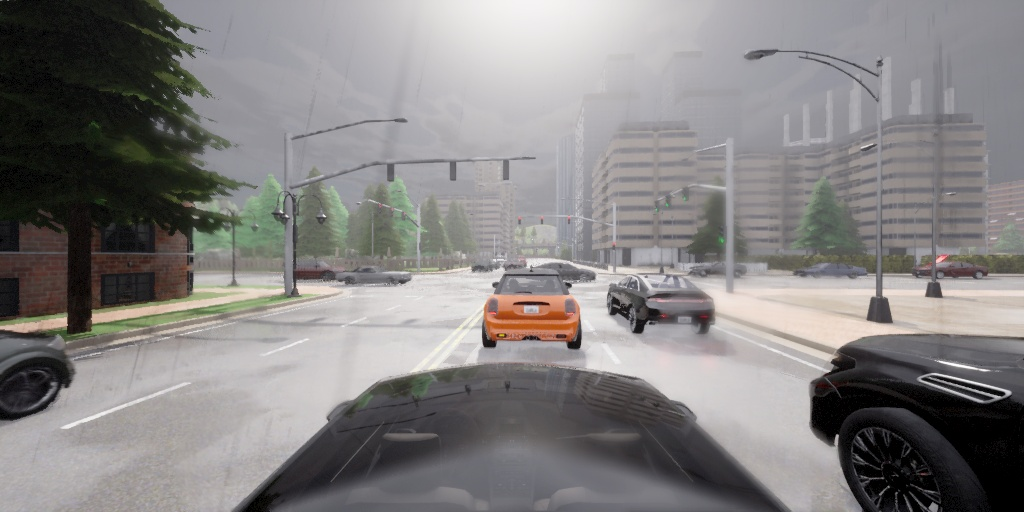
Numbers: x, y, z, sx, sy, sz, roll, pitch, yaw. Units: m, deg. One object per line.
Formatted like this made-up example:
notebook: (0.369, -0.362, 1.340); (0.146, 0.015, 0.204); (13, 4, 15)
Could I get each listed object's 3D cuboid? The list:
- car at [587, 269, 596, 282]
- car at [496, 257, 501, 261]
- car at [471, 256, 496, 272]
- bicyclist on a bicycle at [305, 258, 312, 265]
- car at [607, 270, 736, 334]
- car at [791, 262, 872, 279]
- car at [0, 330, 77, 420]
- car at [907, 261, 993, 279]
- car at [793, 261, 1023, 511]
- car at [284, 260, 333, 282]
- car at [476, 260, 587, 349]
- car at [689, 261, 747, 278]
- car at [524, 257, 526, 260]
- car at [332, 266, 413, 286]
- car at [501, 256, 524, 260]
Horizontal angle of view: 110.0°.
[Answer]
car: (3.847, 1.255, 27.125); (4.892, 1.490, 1.837); (0, 0, 4)
car: (-3.024, 1.241, 54.804); (2.128, 1.511, 4.902); (0, 0, 4)
car: (-3.759, 1.102, 45.884); (2.097, 1.767, 4.553); (0, 0, 6)
bicyclist on a bicycle: (-22.758, 1.051, 40.054); (0.582, 1.620, 1.656); (0, 0, 4)
car: (4.092, 1.241, 10.596); (2.128, 1.511, 4.902); (0, 0, 4)
car: (28.850, 1.297, 32.544); (5.357, 1.411, 2.033); (0, 0, 4)
car: (-6.972, 1.314, 3.085); (1.994, 1.385, 4.181); (0, 0, 2)
car: (38.753, 1.228, 31.822); (5.008, 1.535, 1.882); (0, 0, 4)
car: (3.708, 0.971, 0.759); (2.150, 2.045, 5.566); (0, 0, 0)
car: (-15.437, 1.102, 28.519); (4.553, 1.767, 2.097); (0, 0, 4)
car: (0.517, 1.102, 9.368); (2.097, 1.767, 4.553); (0, 0, 3)
car: (19.002, 1.241, 33.254); (4.902, 1.511, 2.128); (0, 0, 4)
car: (0.781, 1.314, 58.652); (1.994, 1.385, 4.181); (0, 0, 5)
car: (-9.342, 1.351, 24.567); (4.718, 1.301, 1.895); (0, 0, 4)
car: (0.135, 1.102, 50.056); (2.097, 1.767, 4.553); (0, 0, 4)
